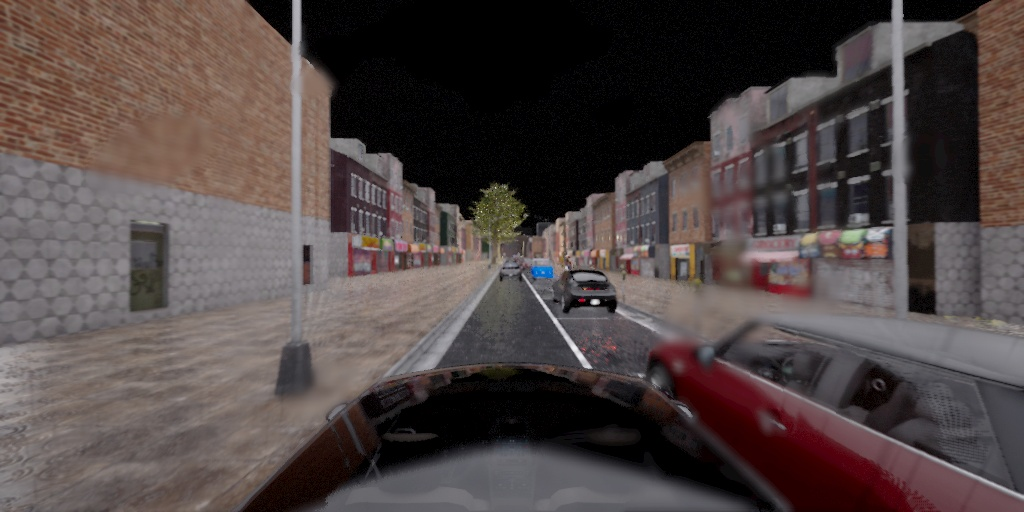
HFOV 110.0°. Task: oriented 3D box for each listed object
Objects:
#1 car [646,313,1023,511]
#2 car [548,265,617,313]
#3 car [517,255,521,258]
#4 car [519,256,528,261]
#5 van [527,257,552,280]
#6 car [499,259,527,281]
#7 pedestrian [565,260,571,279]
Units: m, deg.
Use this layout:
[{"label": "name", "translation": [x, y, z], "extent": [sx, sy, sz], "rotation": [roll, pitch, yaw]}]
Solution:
[{"label": "car", "translation": [2.648, 1.180, 2.951], "extent": [1.967, 1.591, 4.097], "rotation": [0, 0, 0]}, {"label": "car", "translation": [2.694, 1.267, 14.100], "extent": [1.837, 1.490, 4.892], "rotation": [0, 0, 0]}, {"label": "car", "translation": [2.335, 1.042, 58.370], "extent": [2.192, 1.841, 5.009], "rotation": [0, 0, 0]}, {"label": "car", "translation": [2.366, 1.183, 52.829], "extent": [1.967, 1.591, 4.097], "rotation": [0, 0, 0]}, {"label": "van", "translation": [2.492, 1.115, 30.660], "extent": [1.690, 1.789, 3.998], "rotation": [0, 0, 0]}, {"label": "car", "translation": [-0.091, 1.278, 30.507], "extent": [2.128, 1.511, 4.902], "rotation": [0, 0, 0]}, {"label": "pedestrian", "translation": [2.669, 1.060, 17.052], "extent": [0.375, 1.860, 0.375], "rotation": [0, 0, 0]}]
